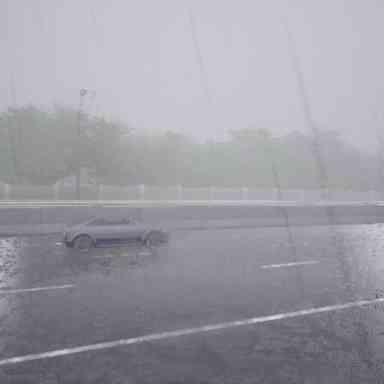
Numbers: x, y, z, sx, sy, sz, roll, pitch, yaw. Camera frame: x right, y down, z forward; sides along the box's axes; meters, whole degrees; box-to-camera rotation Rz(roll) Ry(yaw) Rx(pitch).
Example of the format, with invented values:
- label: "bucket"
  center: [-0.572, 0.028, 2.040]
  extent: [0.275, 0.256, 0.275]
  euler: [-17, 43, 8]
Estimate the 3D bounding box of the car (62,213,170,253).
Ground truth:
- label: "car"
  center: [-3.023, 1.568, 13.519]
  extent: [4.181, 1.385, 1.994]
  euler: [1, 0, -22]
